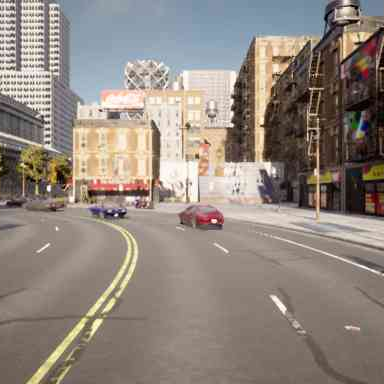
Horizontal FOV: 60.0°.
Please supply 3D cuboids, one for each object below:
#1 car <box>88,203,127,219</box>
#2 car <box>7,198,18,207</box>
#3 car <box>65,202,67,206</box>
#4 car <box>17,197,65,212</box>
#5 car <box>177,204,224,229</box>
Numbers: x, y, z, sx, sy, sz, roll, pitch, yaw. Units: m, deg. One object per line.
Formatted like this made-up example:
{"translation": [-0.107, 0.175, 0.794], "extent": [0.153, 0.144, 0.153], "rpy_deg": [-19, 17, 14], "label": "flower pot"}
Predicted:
{"translation": [-7.534, 1.600, 29.129], "extent": [1.895, 1.301, 4.718], "rpy_deg": [0, 0, -36], "label": "car"}
{"translation": [-25.737, 1.519, 50.328], "extent": [4.674, 1.452, 2.002], "rpy_deg": [0, 0, 20], "label": "car"}
{"translation": [-20.435, 1.594, 48.155], "extent": [4.718, 1.301, 1.895], "rpy_deg": [0, 0, 30], "label": "car"}
{"translation": [-17.664, 1.547, 38.802], "extent": [5.357, 1.411, 2.033], "rpy_deg": [0, 0, 34], "label": "car"}
{"translation": [0.480, 1.525, 21.604], "extent": [1.812, 1.442, 4.674], "rpy_deg": [0, 0, -21], "label": "car"}
